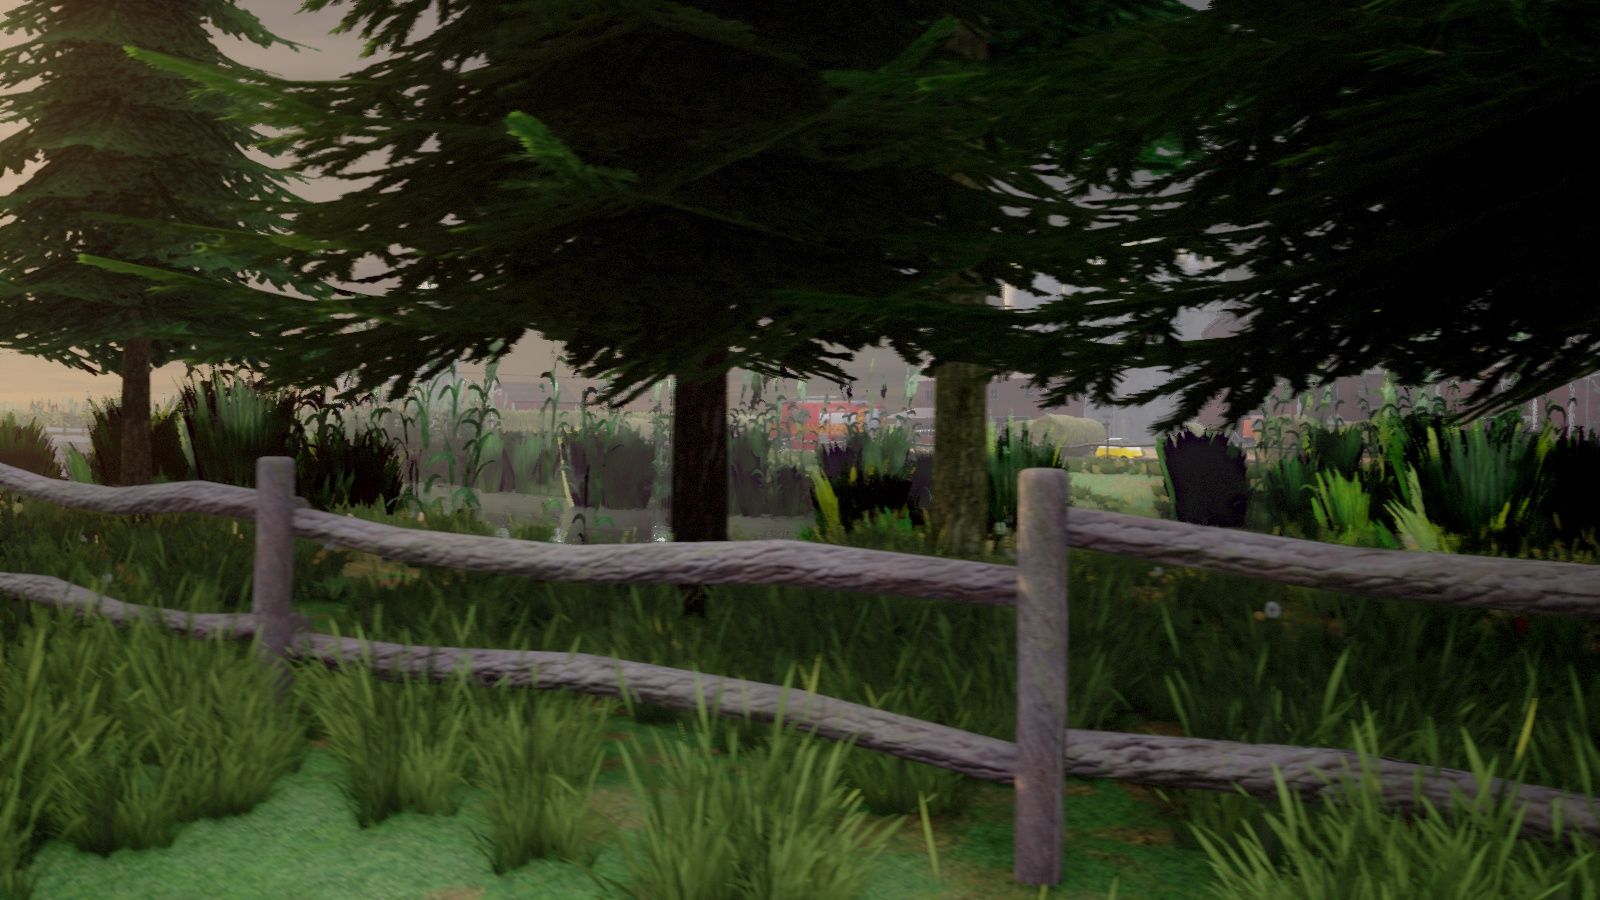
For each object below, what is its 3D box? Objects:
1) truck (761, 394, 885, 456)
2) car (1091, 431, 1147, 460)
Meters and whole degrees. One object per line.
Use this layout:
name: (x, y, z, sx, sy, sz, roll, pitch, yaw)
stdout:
truck: (1.376, -1.565, 80.870, 2.891, 3.827, 8.468, -1, 1, -43)
car: (15.474, -0.204, 60.922, 1.481, 1.376, 2.207, -1, 1, -43)
